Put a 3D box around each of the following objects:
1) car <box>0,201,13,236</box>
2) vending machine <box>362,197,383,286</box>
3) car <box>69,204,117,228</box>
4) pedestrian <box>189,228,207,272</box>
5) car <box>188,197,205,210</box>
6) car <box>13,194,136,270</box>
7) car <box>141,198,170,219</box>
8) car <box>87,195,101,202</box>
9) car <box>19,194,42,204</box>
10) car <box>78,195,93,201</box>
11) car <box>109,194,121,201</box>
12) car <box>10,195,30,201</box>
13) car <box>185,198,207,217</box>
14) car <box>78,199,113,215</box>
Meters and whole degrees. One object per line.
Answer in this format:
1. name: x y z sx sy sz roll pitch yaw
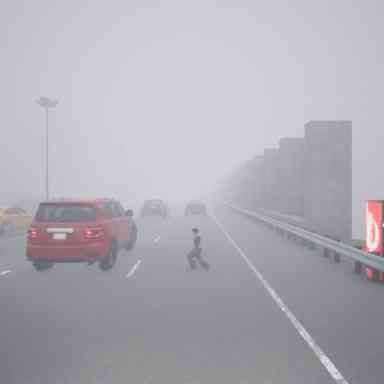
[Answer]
1. car: -10.288 1.477 18.261 1.882 1.535 5.008 0 0 0
2. vending machine: 5.050 1.195 8.380 1.100 2.100 0.880 0 0 0
3. car: -6.751 1.600 23.210 1.895 1.301 4.718 0 0 0
4. pedestrian: 0.169 1.573 9.343 0.375 1.300 0.375 0 0 0
5. car: 0.649 1.489 43.464 2.128 1.511 4.902 0 0 2
6. car: -3.333 1.220 11.109 2.150 2.045 5.566 0 0 0
7. car: -3.172 1.350 29.369 2.097 1.767 4.553 0 0 1
8. car: -23.409 1.493 79.342 1.837 1.490 4.892 0 0 0
9. car: -30.420 1.352 62.973 2.097 1.767 4.553 0 0 1
10. car: -27.045 1.522 84.638 2.033 1.411 5.357 0 0 -2
11. car: -20.136 1.337 86.930 2.097 1.767 4.553 0 0 -2
12. car: -23.942 1.489 46.291 2.128 1.511 4.902 0 0 2
13. car: 0.359 1.476 31.523 1.882 1.535 5.008 0 0 1
14. car: -10.059 1.546 35.053 2.033 1.411 5.357 0 0 1
